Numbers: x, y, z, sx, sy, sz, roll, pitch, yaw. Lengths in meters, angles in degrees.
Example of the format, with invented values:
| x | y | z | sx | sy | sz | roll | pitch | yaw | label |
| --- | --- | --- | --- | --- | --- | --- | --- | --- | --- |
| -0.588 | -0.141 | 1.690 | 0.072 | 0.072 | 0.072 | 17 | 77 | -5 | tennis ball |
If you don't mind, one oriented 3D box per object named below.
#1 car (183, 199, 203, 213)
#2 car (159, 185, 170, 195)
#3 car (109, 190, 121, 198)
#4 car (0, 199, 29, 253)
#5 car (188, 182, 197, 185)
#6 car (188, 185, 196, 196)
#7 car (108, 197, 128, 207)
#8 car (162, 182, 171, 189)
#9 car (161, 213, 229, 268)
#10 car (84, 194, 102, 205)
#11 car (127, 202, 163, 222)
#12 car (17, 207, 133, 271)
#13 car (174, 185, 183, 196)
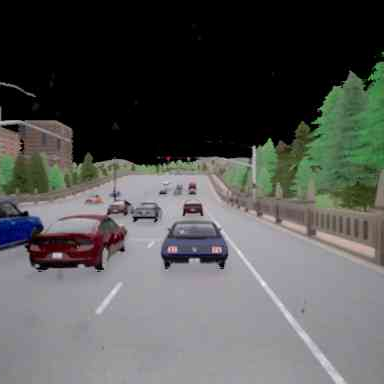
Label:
| x | y | z | sx | sy | sz | roll | pitch | yaw | label |
| --- | --- | --- | --- | --- | --- | --- | --- | --- | --- |
| 0.089 | 1.468 | 32.875 | 1.882 | 1.535 | 5.008 | 0 | 0 | 0 | car |
| -6.927 | -0.071 | 79.988 | 1.837 | 1.490 | 4.892 | 0 | 7 | 0 | car |
| -17.453 | 0.413 | 75.269 | 1.882 | 1.535 | 5.008 | 0 | 4 | 0 | car |
| -6.916 | 1.217 | 10.840 | 2.150 | 2.045 | 5.566 | 0 | 0 | 0 | car |
| 0.127 | -1.690 | 89.960 | 2.150 | 2.045 | 5.566 | 0 | 7 | 0 | car |
| 0.073 | -0.071 | 79.951 | 1.837 | 1.490 | 4.892 | 0 | 7 | 0 | car |
| -6.922 | 1.516 | 32.326 | 1.812 | 1.442 | 4.674 | 0 | 0 | 0 | car |
| -6.873 | -1.689 | 89.998 | 2.150 | 2.045 | 5.566 | 0 | 7 | 0 | car |
| 0.080 | 1.597 | 11.282 | 1.895 | 1.301 | 4.718 | 0 | 0 | 0 | car |
| -17.542 | 1.258 | 58.971 | 2.097 | 1.767 | 4.553 | 0 | 1 | 0 | car |
| -3.421 | 1.540 | 26.242 | 2.033 | 1.411 | 5.357 | 0 | 0 | 0 | car |
| -3.422 | 1.475 | 10.947 | 1.882 | 1.535 | 5.008 | 0 | 0 | 0 | car |
| -3.429 | 0.011 | 79.560 | 2.033 | 1.411 | 5.357 | 0 | 7 | 0 | car |
